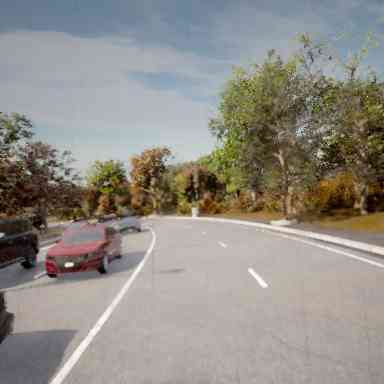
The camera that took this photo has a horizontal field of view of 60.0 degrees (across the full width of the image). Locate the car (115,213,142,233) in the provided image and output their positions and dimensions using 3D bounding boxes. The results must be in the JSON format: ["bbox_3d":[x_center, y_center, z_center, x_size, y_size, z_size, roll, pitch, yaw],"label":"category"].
[{"bbox_3d":[-5.566,2.963,30.189,2.033,1.411,5.357,-4,-2,-10],"label":"car"}]

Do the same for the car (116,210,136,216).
[{"bbox_3d":[-14.141,5.035,73.433,2.150,2.045,5.566,-5,-2,-32],"label":"car"}]

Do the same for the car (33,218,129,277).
[{"bbox_3d":[-3.868,2.041,12.634,1.882,1.535,5.008,-4,-2,-3],"label":"car"}]

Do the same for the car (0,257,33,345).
[{"bbox_3d":[-3.698,1.852,2.831,2.033,1.411,5.357,-4,-1,0],"label":"car"}]

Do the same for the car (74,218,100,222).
[{"bbox_3d":[-8.324,2.943,24.763,1.812,1.442,4.674,-4,-3,-8],"label":"car"}]

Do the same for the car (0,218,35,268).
[{"bbox_3d":[-7.333,2.010,11.608,2.150,2.045,5.566,-4,-2,-2],"label":"car"}]

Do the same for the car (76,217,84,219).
[{"bbox_3d":[-30.354,7.561,89.839,2.128,1.511,4.902,-5,-2,-42],"label":"car"}]

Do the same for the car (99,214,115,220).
[{"bbox_3d":[-20.118,6.057,76.437,1.812,1.442,4.674,-5,-2,-35],"label":"car"}]
